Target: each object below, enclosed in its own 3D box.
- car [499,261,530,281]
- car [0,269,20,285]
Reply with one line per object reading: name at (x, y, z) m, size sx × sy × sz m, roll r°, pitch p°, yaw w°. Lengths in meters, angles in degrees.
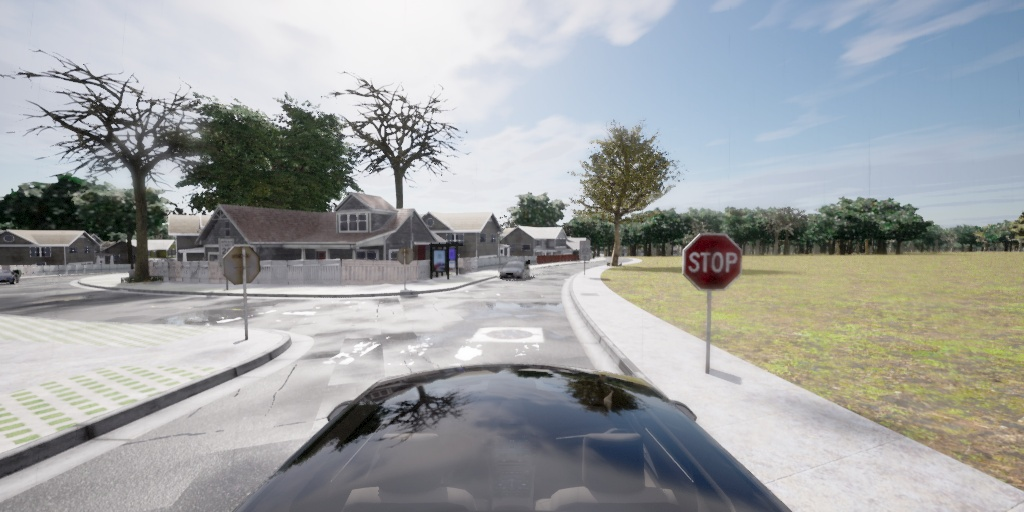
car at (0.314, 1.203, 29.086) m, size 1.837 × 1.490 × 4.892 m, roll 0°, pitch 1°, yaw 12°
car at (-45.472, 1.879, 31.726) m, size 4.181 × 1.385 × 1.994 m, roll -1°, pitch 1°, yaw 42°
